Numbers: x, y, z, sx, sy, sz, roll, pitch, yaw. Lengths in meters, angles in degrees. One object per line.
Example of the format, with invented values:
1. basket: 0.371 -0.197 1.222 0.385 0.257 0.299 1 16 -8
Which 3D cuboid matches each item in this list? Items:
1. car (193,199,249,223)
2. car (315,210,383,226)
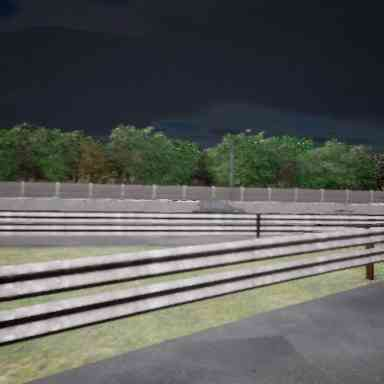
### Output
1. car: 2.295 1.482 26.436 4.553 1.767 2.097 1 -1 -10
2. car: 9.845 1.802 20.652 4.181 1.385 1.994 1 -1 -10
